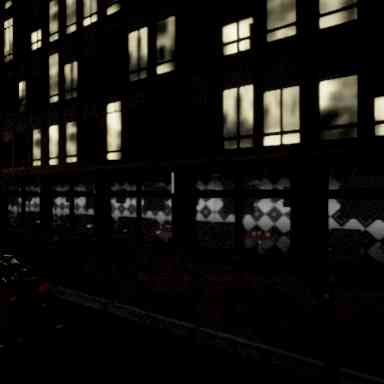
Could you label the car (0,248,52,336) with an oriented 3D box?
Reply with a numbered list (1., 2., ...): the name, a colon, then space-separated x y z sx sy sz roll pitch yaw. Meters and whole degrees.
1. car: -4.097 1.574 5.760 4.206 1.307 1.802 0 0 36
